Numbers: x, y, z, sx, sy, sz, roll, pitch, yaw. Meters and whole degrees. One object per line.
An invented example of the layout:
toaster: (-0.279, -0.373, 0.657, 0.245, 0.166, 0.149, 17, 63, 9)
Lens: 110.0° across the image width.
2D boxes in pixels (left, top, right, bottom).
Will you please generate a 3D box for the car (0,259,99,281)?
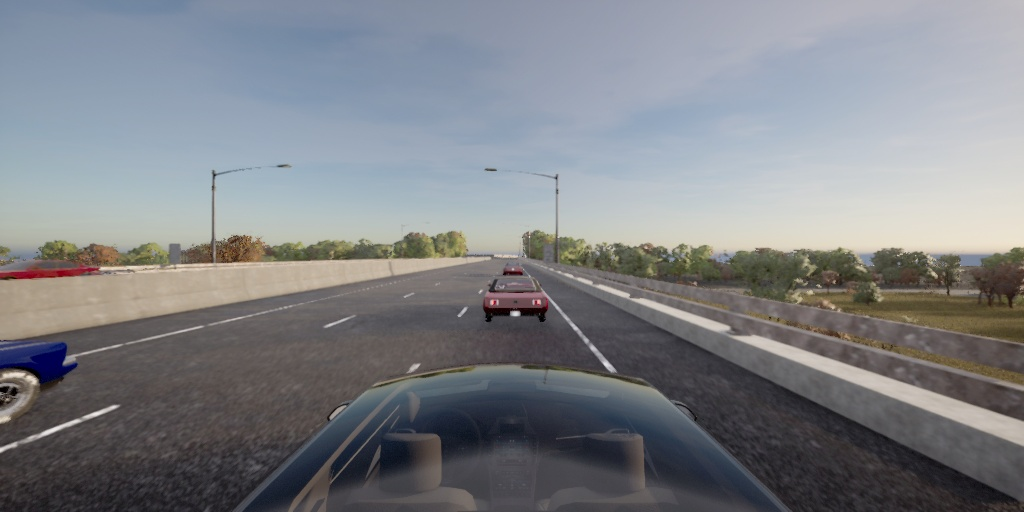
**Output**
car: (-24.498, 0.938, 18.426, 1.882, 1.535, 5.008, 0, 0, 0)

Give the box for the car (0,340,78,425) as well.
car: (-6.901, 1.350, 2.724, 1.895, 1.301, 4.718, 0, 0, 0)

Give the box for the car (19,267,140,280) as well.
car: (-20.998, 1.409, 18.397, 1.895, 1.301, 4.718, 0, 0, 0)

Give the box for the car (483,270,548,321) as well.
car: (0.101, 1.346, 12.393, 1.895, 1.301, 4.718, 0, 0, 0)

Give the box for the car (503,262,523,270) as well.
car: (0.104, 1.296, 37.900, 1.994, 1.385, 4.181, 0, 0, 0)
